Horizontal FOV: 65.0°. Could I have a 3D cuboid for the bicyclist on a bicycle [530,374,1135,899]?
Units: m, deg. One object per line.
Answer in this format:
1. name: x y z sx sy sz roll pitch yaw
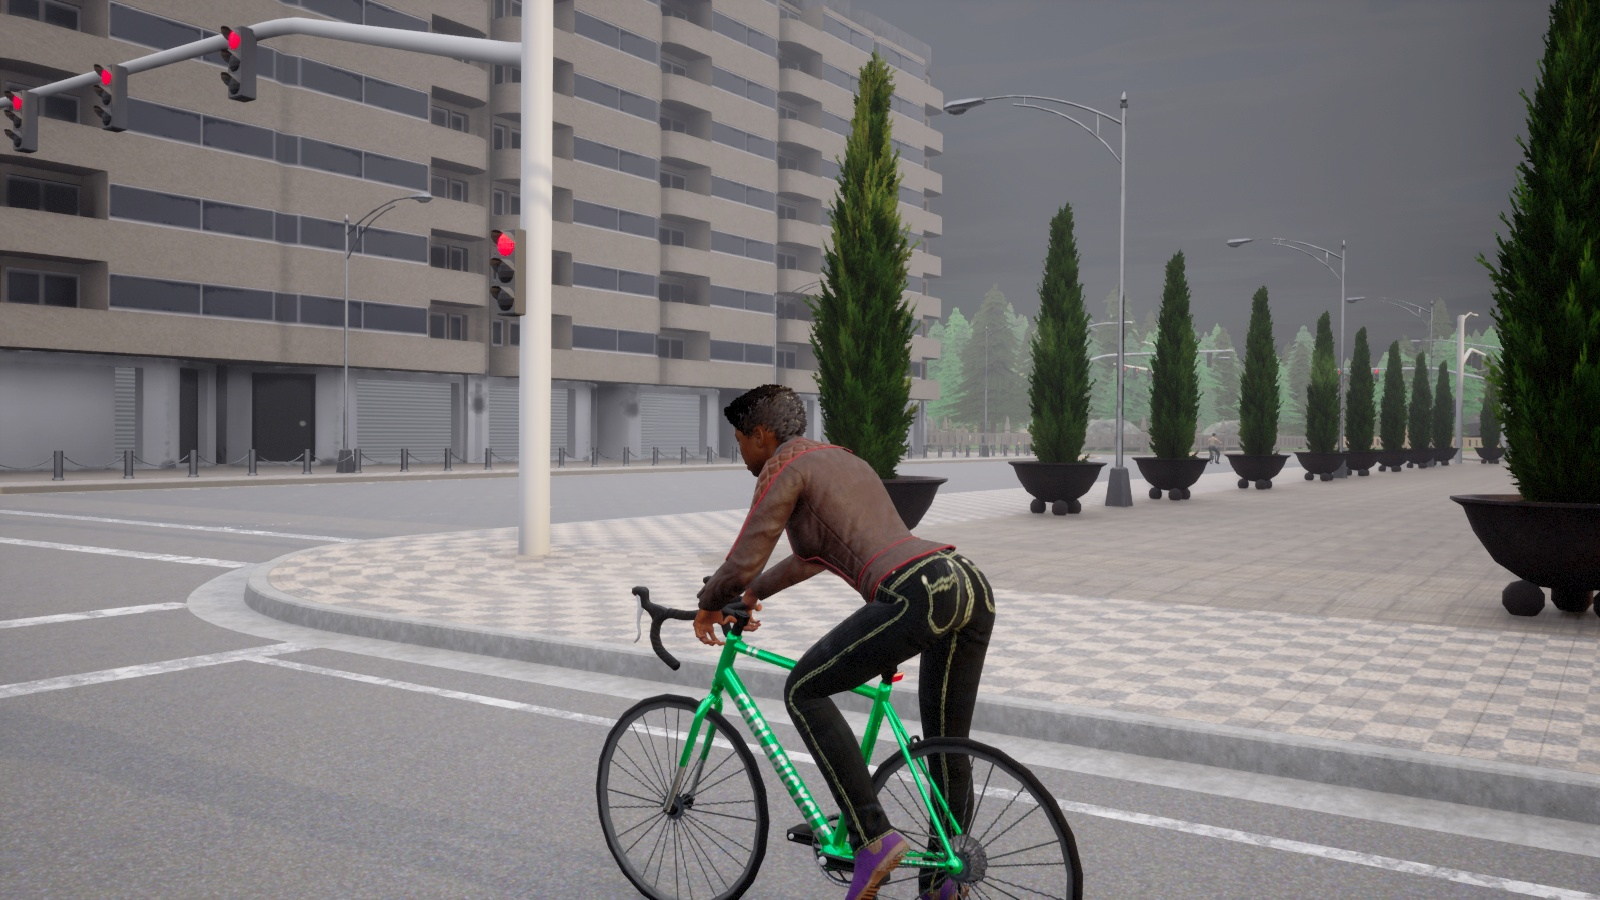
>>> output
1. bicyclist on a bicycle: 0.045 0.635 3.593 1.656 1.620 0.582 0 1 34
